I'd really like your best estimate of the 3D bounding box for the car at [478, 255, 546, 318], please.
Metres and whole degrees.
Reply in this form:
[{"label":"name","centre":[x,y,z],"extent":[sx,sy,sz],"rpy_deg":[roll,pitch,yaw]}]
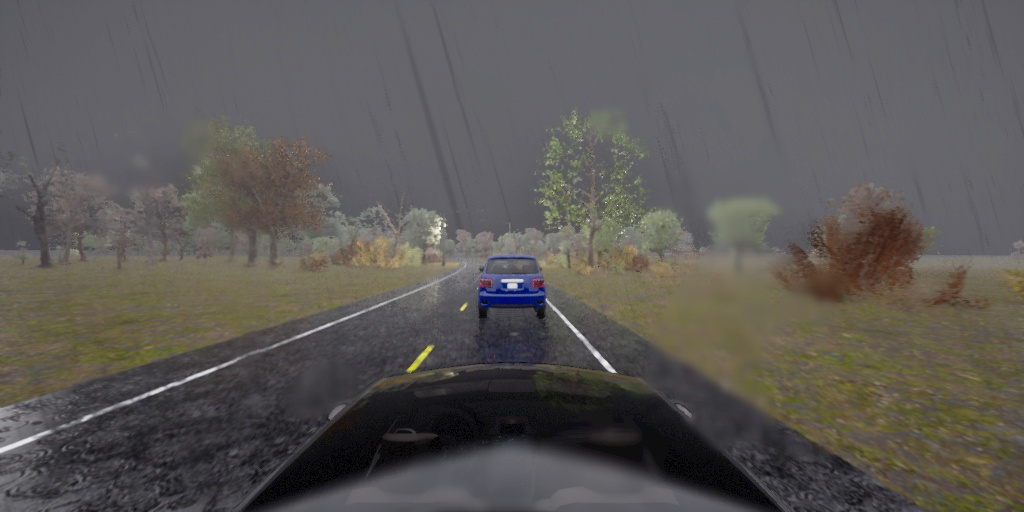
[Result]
[{"label":"car","centre":[-0.036,0.974,13.219],"extent":[2.150,2.045,5.566],"rpy_deg":[0,0,-1]}]
